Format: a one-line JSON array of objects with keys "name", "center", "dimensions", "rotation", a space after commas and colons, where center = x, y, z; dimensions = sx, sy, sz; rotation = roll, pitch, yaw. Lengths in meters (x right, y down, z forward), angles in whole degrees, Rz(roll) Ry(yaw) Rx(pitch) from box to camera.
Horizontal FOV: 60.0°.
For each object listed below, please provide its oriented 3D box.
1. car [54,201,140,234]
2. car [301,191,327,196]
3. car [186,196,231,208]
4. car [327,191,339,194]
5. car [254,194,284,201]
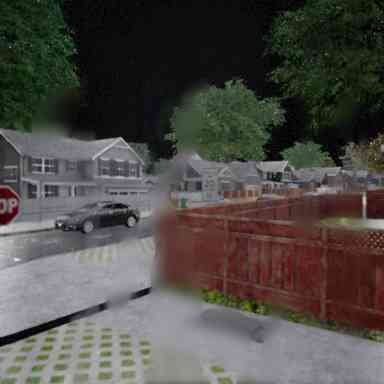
[{"name": "car", "center": [-4.877, 1.265, 17.744], "dimensions": [1.837, 1.490, 4.892], "rotation": [0, 1, 35]}, {"name": "car", "center": [14.406, 0.745, 40.205], "dimensions": [1.837, 1.490, 4.892], "rotation": [0, 1, 35]}, {"name": "car", "center": [1.402, 1.058, 26.694], "dimensions": [2.128, 1.511, 4.902], "rotation": [0, 1, 35]}, {"name": "car", "center": [20.231, 0.546, 48.601], "dimensions": [2.128, 1.511, 4.902], "rotation": [0, 1, 35]}, {"name": "car", "center": [8.631, 0.885, 36.991], "dimensions": [2.033, 1.411, 5.357], "rotation": [0, 1, 35]}]
